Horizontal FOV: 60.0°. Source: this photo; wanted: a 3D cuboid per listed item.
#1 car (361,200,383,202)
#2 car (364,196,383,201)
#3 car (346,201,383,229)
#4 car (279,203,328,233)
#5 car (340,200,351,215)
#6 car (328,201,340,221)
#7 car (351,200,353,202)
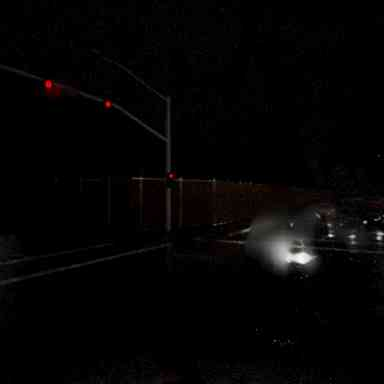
[{"bbox_3d":[16.278,1.745,30.435,1.994,1.385,4.181,0,-1,30],"label":"car"},{"bbox_3d":[21.499,1.465,39.648,2.150,2.045,5.566,0,-1,30],"label":"car"},{"bbox_3d":[11.889,1.633,22.685,1.837,1.490,4.892,0,-1,29],"label":"car"},{"bbox_3d":[6.877,1.621,20.947,2.128,1.511,4.902,0,-1,30],"label":"car"},{"bbox_3d":[16.634,1.794,38.182,2.033,1.411,5.357,0,-1,29],"label":"car"},{"bbox_3d":[11.455,1.710,29.003,1.812,1.442,4.674,0,-1,29],"label":"car"},{"bbox_3d":[24.056,1.881,51.108,2.033,1.411,5.357,0,-1,30],"label":"car"}]
